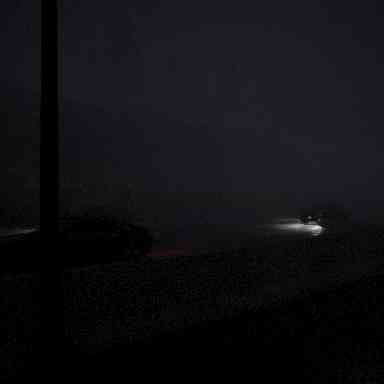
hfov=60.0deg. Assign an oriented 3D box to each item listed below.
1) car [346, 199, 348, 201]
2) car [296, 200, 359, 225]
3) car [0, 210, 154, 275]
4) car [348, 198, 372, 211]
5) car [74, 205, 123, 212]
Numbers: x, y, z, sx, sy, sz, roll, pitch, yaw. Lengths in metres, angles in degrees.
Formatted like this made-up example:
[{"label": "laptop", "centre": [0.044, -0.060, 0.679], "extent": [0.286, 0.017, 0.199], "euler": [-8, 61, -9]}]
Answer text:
[{"label": "car", "centre": [11.203, 1.441, 29.122], "extent": [5.008, 1.535, 1.882], "euler": [0, 0, -35]}, {"label": "car", "centre": [9.606, 1.533, 23.699], "extent": [4.181, 1.385, 1.994], "euler": [0, 0, -35]}, {"label": "car", "centre": [-3.536, 1.502, 10.064], "extent": [4.892, 1.490, 1.837], "euler": [0, 0, -35]}, {"label": "car", "centre": [18.950, 1.424, 38.707], "extent": [5.008, 1.535, 1.882], "euler": [0, 0, -34]}, {"label": "car", "centre": [-6.137, 1.537, 21.105], "extent": [5.357, 1.411, 2.033], "euler": [0, 0, -35]}]
